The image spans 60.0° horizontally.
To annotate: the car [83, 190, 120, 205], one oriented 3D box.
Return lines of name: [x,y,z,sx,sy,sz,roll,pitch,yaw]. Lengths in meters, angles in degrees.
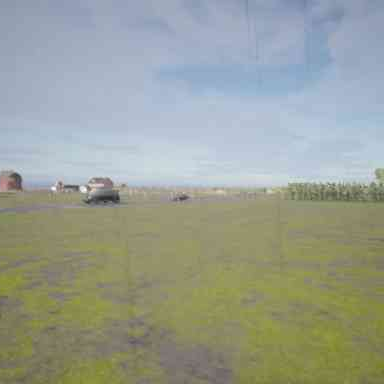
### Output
car: [-12.627,0.696,46.770,2.150,2.045,5.566,2,1,34]

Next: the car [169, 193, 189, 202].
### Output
car: [-2.365,1.026,61.887,1.837,1.490,4.892,2,1,34]
